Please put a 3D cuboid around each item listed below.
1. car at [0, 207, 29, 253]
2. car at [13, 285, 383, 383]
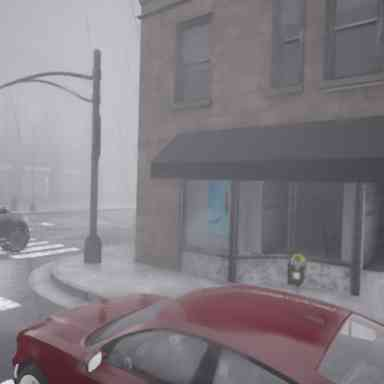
[{"bbox_3d":[-7.192,1.023,10.044,2.150,2.045,5.566,1,-1,1],"label":"car"},{"bbox_3d":[0.257,1.518,2.767,4.507,1.381,1.887,1,2,36],"label":"car"}]
